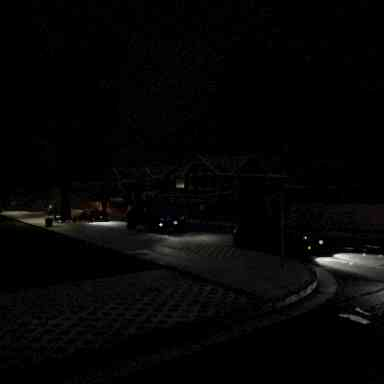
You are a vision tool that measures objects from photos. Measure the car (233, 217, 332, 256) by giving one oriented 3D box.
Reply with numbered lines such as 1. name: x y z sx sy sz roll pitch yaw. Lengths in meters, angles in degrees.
1. car: 3.694 1.760 14.174 1.994 1.385 4.181 0 -1 -36

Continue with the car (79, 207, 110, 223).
1. car: -9.673 2.219 32.881 1.994 1.385 4.181 0 -1 -35

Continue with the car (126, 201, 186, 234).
1. car: -2.652 1.644 23.049 2.150 2.045 5.566 0 -2 -36

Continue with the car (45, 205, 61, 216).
1. car: -18.737 2.496 45.672 1.994 1.385 4.181 0 -1 -35
